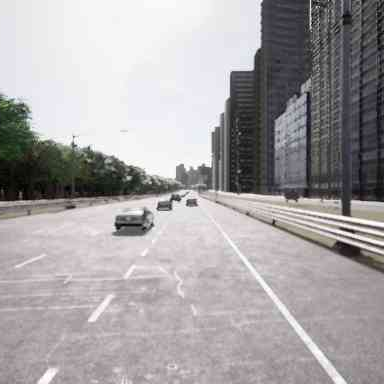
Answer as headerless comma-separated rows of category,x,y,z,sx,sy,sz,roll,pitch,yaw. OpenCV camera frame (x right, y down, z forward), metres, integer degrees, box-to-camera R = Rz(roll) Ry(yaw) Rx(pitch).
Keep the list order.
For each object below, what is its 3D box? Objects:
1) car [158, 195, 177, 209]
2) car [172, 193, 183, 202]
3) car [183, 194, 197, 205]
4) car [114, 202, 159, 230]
car,-3.602,1.537,44.909,2.128,1.511,4.902,0,0,0
car,-3.805,1.361,77.494,2.150,2.045,5.566,0,0,0
car,-0.077,1.573,59.251,2.128,1.511,4.902,0,0,0
car,-3.522,1.555,20.903,2.033,1.411,5.357,0,0,0
